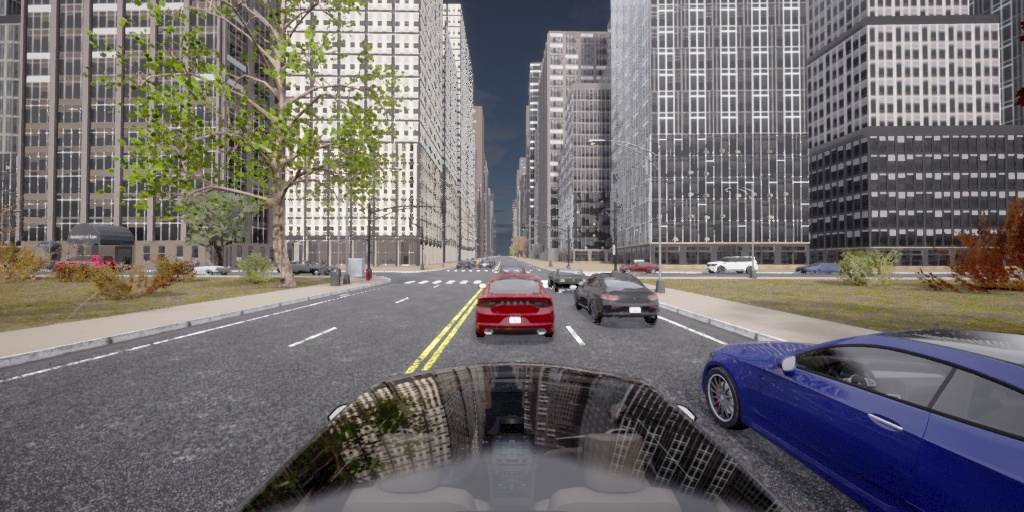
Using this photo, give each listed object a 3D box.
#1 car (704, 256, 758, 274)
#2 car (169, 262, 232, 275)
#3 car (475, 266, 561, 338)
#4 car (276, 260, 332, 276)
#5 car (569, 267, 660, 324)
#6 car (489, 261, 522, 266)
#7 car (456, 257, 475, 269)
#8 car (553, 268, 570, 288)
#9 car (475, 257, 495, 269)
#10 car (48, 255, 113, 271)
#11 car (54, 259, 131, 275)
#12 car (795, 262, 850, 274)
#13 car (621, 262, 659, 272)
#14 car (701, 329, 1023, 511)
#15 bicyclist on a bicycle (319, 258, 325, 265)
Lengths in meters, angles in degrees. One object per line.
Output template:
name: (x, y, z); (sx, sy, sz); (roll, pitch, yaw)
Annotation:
car: (25.772, 1.077, 42.164); (5.566, 2.045, 2.150); (0, -1, 1)
car: (-29.528, 1.241, 34.026); (4.718, 1.301, 1.895); (0, -1, 1)
car: (0.057, 1.229, 10.255); (1.882, 1.535, 5.008); (0, 0, 0)
car: (-19.454, 1.146, 33.778); (4.902, 1.511, 2.128); (0, -1, 1)
car: (3.293, 1.277, 11.909); (1.812, 1.442, 4.674); (0, 0, 0)
car: (0.004, 1.244, 19.954); (2.128, 1.511, 4.902); (0, 0, 0)
car: (-7.408, 1.295, 55.751); (1.994, 1.385, 4.181); (0, 0, -1)
car: (3.248, 1.352, 21.377); (1.895, 1.301, 4.718); (0, 0, 0)
car: (-4.182, 1.222, 57.185); (2.128, 1.511, 4.902); (0, 0, 0)
car: (-48.876, 0.929, 41.154); (5.566, 2.045, 2.150); (0, -1, 2)
car: (-40.020, 1.226, 34.293); (4.718, 1.301, 1.895); (0, -1, 2)
car: (36.371, 1.414, 41.926); (5.357, 1.411, 2.033); (0, -1, 1)
car: (15.075, 1.368, 42.398); (4.674, 1.442, 1.812); (0, -1, 2)
car: (3.338, 1.276, 2.654); (1.812, 1.442, 4.674); (0, 0, 0)
bicyclist on a bicycle: (-25.404, 1.149, 48.039); (0.582, 1.620, 1.656); (0, -1, 1)
